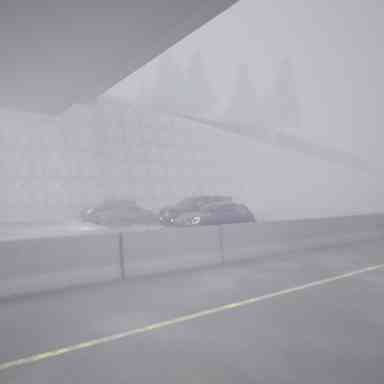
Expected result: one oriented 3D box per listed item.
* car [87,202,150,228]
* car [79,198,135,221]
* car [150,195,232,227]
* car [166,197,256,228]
[{"bbox_3d":[-4.479,1.569,22.258,4.181,1.385,1.994,0,0,-35],"label":"car"},{"bbox_3d":[-6.165,1.357,25.351,4.553,1.767,2.097,0,0,-35],"label":"car"},{"bbox_3d":[0.424,1.230,21.430,5.566,2.045,2.150,0,0,-35],"label":"car"},{"bbox_3d":[1.263,1.357,17.741,4.553,1.767,2.097,0,0,-35],"label":"car"}]
